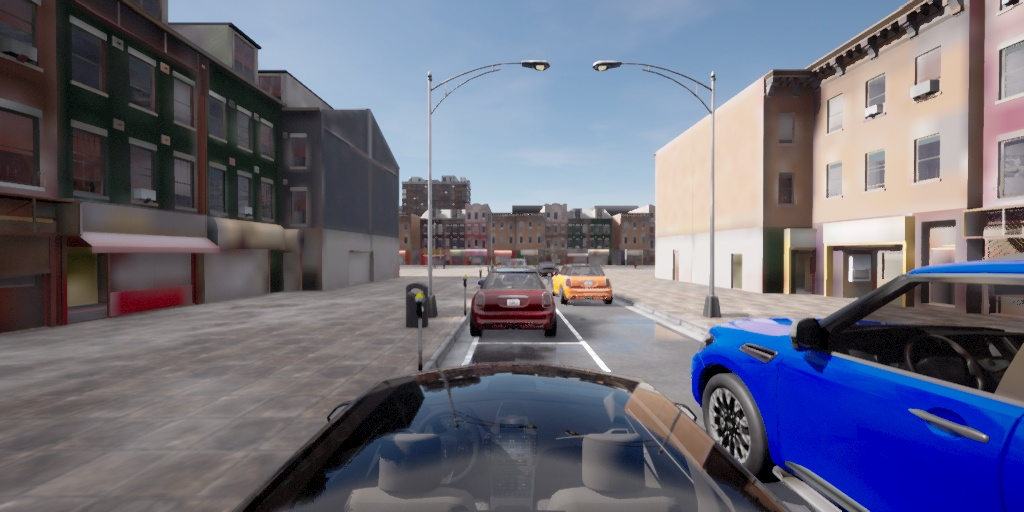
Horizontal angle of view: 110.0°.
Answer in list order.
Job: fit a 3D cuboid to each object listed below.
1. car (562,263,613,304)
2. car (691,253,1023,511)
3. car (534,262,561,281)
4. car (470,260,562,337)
[{"bbox_3d":[3.021,1.117,16.306,2.097,1.767,4.553,0,0,0],"label":"car"},{"bbox_3d":[3.020,0.967,1.529,2.150,2.045,5.566,0,0,0],"label":"car"},{"bbox_3d":[3.020,1.273,31.337,1.837,1.490,4.892,0,0,0],"label":"car"},{"bbox_3d":[0.033,1.101,10.471,2.097,1.767,4.553,0,0,0],"label":"car"}]
